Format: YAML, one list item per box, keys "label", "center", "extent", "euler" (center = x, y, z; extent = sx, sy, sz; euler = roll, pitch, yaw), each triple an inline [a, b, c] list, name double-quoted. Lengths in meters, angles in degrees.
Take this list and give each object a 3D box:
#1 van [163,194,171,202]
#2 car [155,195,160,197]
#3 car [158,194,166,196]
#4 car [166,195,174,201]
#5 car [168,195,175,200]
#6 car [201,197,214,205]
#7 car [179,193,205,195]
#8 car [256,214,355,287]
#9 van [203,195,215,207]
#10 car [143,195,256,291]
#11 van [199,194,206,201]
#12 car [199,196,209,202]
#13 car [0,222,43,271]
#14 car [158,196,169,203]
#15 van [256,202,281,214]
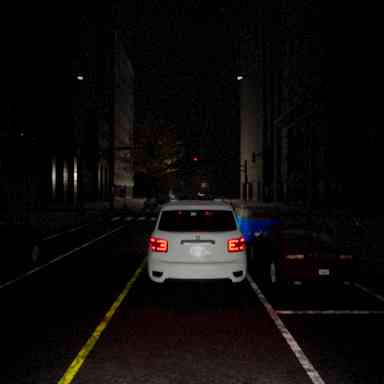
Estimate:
- label: "van"
  center: [-5.874, 1.386, 79.036]
  extent: [1.690, 1.788, 3.998]
  euler: [0, 0, 0]
- label: "car"
  center: [-5.835, 1.539, 47.129]
  extent: [1.752, 1.417, 4.829]
  euler: [0, 0, 0]
- label: "car"
  center: [-5.844, 1.567, 57.879]
  extent: [1.887, 1.381, 4.507]
  euler: [0, 0, 0]
- label: "car"
  center: [-5.890, 1.625, 89.613]
  extent: [1.947, 1.339, 4.313]
  euler: [0, 0, 0]
- label: "car"
  center: [-5.897, 1.591, 94.733]
  extent: [1.752, 1.417, 4.829]
  euler: [0, 0, 0]
- label: "car"
  center: [2.681, 1.588, 58.123]
  extent: [1.947, 1.339, 4.313]
  euler: [0, 0, 0]
- label: "car"
  center: [0.071, 1.222, 19.532]
  extent: [2.150, 2.045, 5.566]
  euler: [0, 0, 0]
- label: "car"
  center: [2.765, 1.544, 9.200]
  extent: [1.887, 1.381, 4.507]
  euler: [0, 0, 0]
- label: "van"
  center: [2.689, 1.359, 52.710]
  extent: [1.690, 1.788, 3.998]
  euler: [0, 0, 0]
- label: "car"
  center: [0.096, 1.221, 9.171]
  extent: [2.150, 2.045, 5.566]
  euler: [0, 0, 0]
- label: "van"
  center: [2.642, 1.394, 85.189]
  extent: [1.690, 1.788, 3.998]
  euler: [0, 0, 0]
- label: "car"
  center: [2.657, 1.590, 74.362]
  extent: [2.008, 1.369, 4.403]
  euler: [0, 0, 0]
- label: "car"
  center: [-5.790, 1.544, 9.206]
  extent: [1.887, 1.381, 4.507]
  euler: [0, 0, 0]
- label: "car"
  center: [-5.859, 1.583, 68.458]
  extent: [2.008, 1.369, 4.403]
  euler: [0, 0, 0]
- label: "van"
  center: [2.758, 1.341, 14.725]
  extent: [1.690, 1.788, 3.998]
  euler: [0, 0, 0]
